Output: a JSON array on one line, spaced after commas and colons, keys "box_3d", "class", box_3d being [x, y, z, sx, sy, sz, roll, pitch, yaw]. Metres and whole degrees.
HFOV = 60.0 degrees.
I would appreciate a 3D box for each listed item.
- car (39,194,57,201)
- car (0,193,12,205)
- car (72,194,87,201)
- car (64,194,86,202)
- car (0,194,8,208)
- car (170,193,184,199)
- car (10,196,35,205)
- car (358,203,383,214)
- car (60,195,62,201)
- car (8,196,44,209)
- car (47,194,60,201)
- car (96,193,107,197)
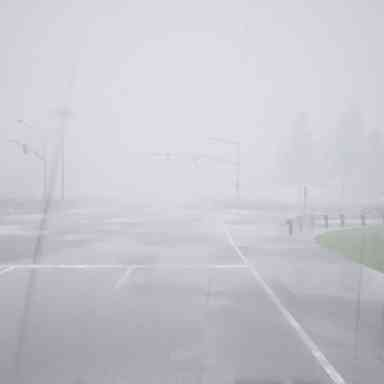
[{"box_3d": [-31.770, 1.239, 73.564, 2.033, 1.411, 5.357, 0, 0, -3], "class": "car"}, {"box_3d": [-31.635, 1.137, 54.331, 2.097, 1.767, 4.553, 0, 0, 0], "class": "car"}, {"box_3d": [-24.725, 1.253, 73.269, 1.994, 1.385, 4.181, 0, 0, -3], "class": "car"}, {"box_3d": [-21.136, 1.261, 60.496, 1.837, 1.490, 4.892, 0, 0, 0], "class": "car"}, {"box_3d": [-24.659, 1.376, 44.043, 2.033, 1.411, 5.357, 0, 0, 0], "class": "car"}, {"box_3d": [-3.891, 0.959, 95.132, 2.097, 1.767, 4.553, 0, 0, -18], "class": "car"}, {"box_3d": [-28.128, 1.343, 55.345, 1.994, 1.385, 4.181, 0, 0, 1], "class": "car"}, {"box_3d": [17.374, 1.386, 29.274, 4.902, 1.511, 2.128, 0, 0, 8], "class": "car"}, {"box_3d": [-28.340, 1.195, 74.573, 1.837, 1.490, 4.892, 0, 0, -3], "class": "car"}, {"box_3d": [-21.154, 1.361, 42.720, 1.812, 1.442, 4.674, 0, 0, 0], "class": "car"}, {"box_3d": [-24.643, 1.376, 56.204, 1.895, 1.301, 4.718, 0, 0, 0], "class": "car"}, {"box_3d": [-22.073, 1.022, 80.907, 2.097, 1.767, 4.553, 0, 0, -7], "class": "car"}]
